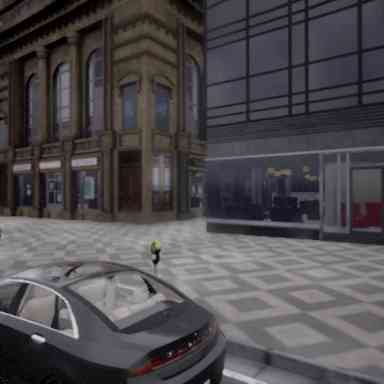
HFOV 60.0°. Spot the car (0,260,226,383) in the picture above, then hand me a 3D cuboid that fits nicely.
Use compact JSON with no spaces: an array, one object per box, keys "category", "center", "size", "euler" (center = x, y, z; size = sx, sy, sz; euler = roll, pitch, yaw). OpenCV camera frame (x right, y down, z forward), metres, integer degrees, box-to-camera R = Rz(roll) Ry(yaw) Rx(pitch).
[{"category":"car","center":[-1.691,1.586,4.282],"size":[4.403,1.369,2.008],"euler":[-1,0,36]}]
